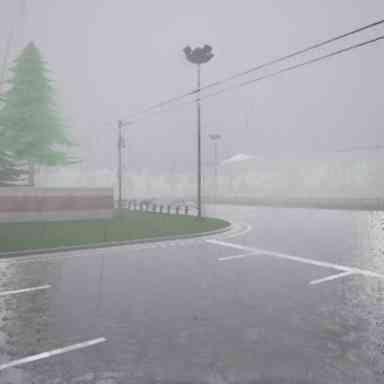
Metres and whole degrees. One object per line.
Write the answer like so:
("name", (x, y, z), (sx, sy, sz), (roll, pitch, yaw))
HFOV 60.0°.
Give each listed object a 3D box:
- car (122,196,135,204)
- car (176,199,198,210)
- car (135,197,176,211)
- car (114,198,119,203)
("car", (-10.536, 1.379, 54.357), (1.882, 1.535, 5.008), (0, 0, -36))
("car", (-0.995, 1.501, 41.141), (1.895, 1.301, 4.718), (0, 0, -36))
("car", (-4.495, 1.407, 40.008), (2.128, 1.511, 4.902), (0, 0, -36))
("car", (-13.713, 1.442, 52.768), (1.812, 1.442, 4.674), (0, 0, -36))
